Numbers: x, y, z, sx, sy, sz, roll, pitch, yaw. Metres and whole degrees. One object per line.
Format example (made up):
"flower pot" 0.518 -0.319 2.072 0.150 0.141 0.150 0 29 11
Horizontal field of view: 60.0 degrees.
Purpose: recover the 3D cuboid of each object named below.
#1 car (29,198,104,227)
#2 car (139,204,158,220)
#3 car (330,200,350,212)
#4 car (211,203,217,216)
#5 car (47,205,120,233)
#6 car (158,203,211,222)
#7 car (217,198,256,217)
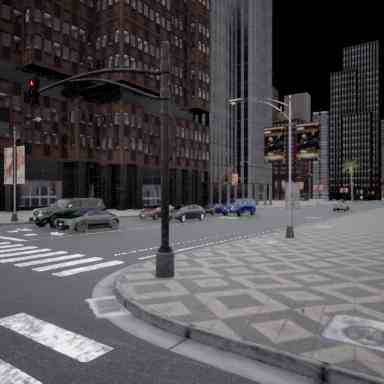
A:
"car" -8.818 1.456 24.239 2.150 2.045 5.566 0 -1 35
"car" -3.104 1.904 32.349 1.812 1.442 4.674 0 -1 35
"car" 24.169 2.429 53.704 2.033 1.411 5.357 0 -1 34
"car" 2.773 2.074 40.648 2.033 1.411 5.357 0 -1 35
"car" -6.726 1.788 21.566 1.994 1.385 4.181 0 -1 35
"car" -0.578 1.884 30.271 1.837 1.490 4.892 0 -1 35
"car" 5.586 1.755 38.989 2.150 2.045 5.566 0 -1 35
